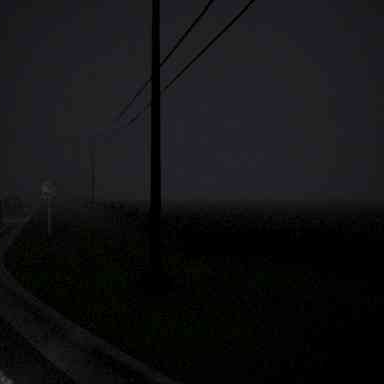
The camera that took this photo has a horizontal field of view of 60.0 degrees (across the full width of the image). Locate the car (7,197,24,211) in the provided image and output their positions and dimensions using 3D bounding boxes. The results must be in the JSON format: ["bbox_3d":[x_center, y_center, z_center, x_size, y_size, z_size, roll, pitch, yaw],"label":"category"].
[{"bbox_3d":[-21.919,1.347,40.758,2.097,1.767,4.553,0,0,-23],"label":"car"}]

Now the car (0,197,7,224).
[{"bbox_3d":[-13.784,1.219,21.602,2.150,2.045,5.566,0,0,-23],"label":"car"}]

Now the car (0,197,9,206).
[{"bbox_3d":[-32.088,1.594,55.754,1.895,1.301,4.718,0,0,-23],"label":"car"}]
